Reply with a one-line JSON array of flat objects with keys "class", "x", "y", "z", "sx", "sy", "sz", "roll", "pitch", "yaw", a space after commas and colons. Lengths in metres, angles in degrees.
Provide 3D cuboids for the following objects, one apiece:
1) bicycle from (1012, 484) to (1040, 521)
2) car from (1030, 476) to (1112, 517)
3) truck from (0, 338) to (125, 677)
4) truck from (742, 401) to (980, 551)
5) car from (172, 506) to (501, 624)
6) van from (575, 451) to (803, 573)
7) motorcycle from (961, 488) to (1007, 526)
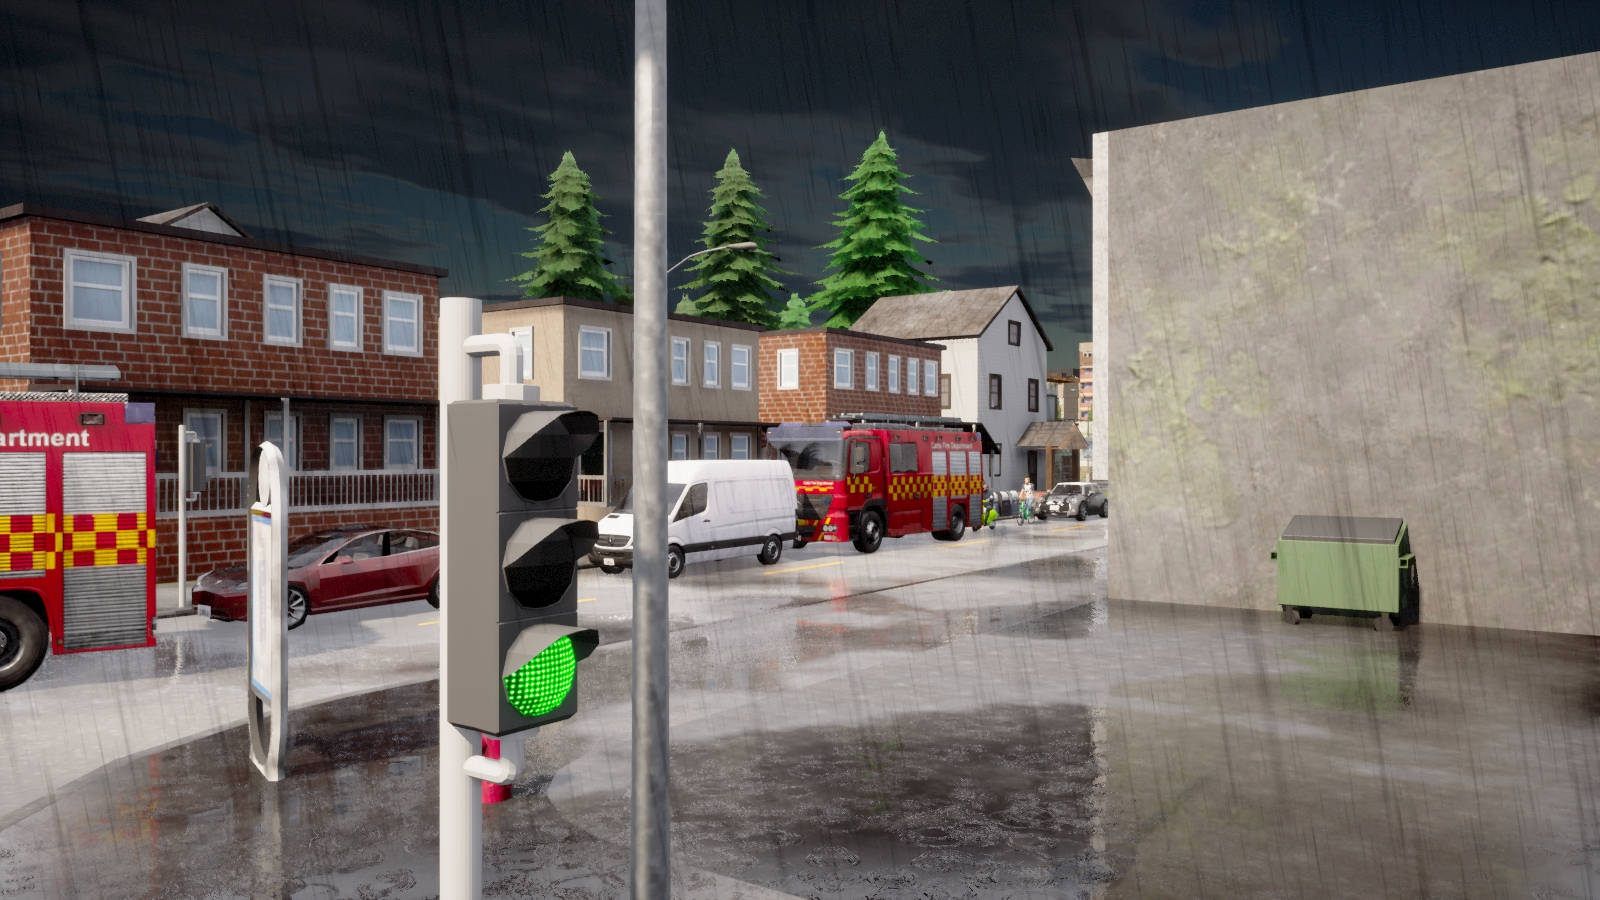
[{"class": "bicycle", "x": 8.406, "y": 1.928, "z": 42.476, "sx": 0.373, "sy": 1.296, "sz": 1.643, "roll": 0, "pitch": 0, "yaw": 35}, {"class": "car", "x": 11.003, "y": 1.837, "z": 46.179, "sx": 1.970, "sy": 1.475, "sz": 3.806, "roll": 0, "pitch": 0, "yaw": 35}, {"class": "truck", "x": -12.357, "y": 0.662, "z": 12.484, "sx": 8.468, "sy": 3.827, "sz": 2.891, "roll": 0, "pitch": 0, "yaw": -33}, {"class": "truck", "x": 2.054, "y": 0.663, "z": 33.403, "sx": 2.891, "sy": 3.827, "sz": 8.468, "roll": 0, "pitch": 0, "yaw": 35}, {"class": "car", "x": -7.709, "y": 1.835, "z": 19.488, "sx": 2.163, "sy": 1.488, "sz": 4.792, "roll": 0, "pitch": 0, "yaw": 35}, {"class": "van", "x": -2.442, "y": 1.307, "z": 26.996, "sx": 1.988, "sy": 2.561, "sz": 5.915, "roll": 0, "pitch": 0, "yaw": 35}, {"class": "motorcycle", "x": 6.398, "y": 1.954, "z": 39.613, "sx": 0.856, "sy": 1.236, "sz": 1.805, "roll": 0, "pitch": 0, "yaw": 35}]
